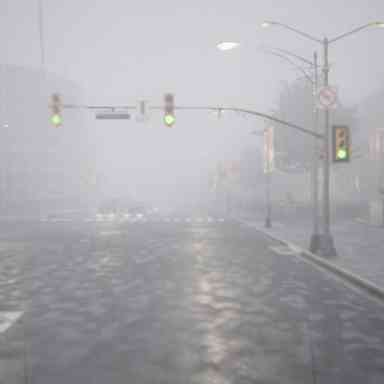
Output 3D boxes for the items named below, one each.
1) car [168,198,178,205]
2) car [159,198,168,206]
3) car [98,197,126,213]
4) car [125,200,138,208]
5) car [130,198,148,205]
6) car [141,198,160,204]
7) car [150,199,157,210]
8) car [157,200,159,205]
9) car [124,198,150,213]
[{"bbox_3d":[-4.995,2.147,76.077,2.097,1.767,4.553,0,-1,-29],"label":"car"},{"bbox_3d":[-7.648,2.361,73.587,1.895,1.301,4.718,0,-1,-25],"label":"car"},{"bbox_3d":[-10.644,1.679,43.926,2.150,2.045,5.566,0,-1,0],"label":"car"},{"bbox_3d":[-11.713,2.218,64.410,2.033,1.411,5.357,0,-1,-14],"label":"car"},{"bbox_3d":[-13.204,2.283,82.208,1.882,1.535,5.008,1,-1,-43],"label":"car"},{"bbox_3d":[-10.480,2.358,84.404,2.033,1.411,5.357,1,-1,-43],"label":"car"},{"bbox_3d":[-7.158,2.029,52.937,1.882,1.535,5.008,0,-1,0],"label":"car"},{"bbox_3d":[-7.778,2.255,62.870,1.895,1.301,4.718,0,-1,-11],"label":"car"},{"bbox_3d":[-7.146,1.930,43.392,1.882,1.535,5.008,0,-1,0],"label":"car"}]
